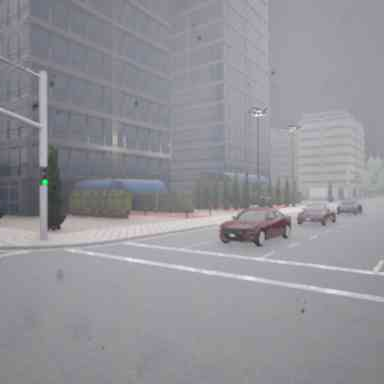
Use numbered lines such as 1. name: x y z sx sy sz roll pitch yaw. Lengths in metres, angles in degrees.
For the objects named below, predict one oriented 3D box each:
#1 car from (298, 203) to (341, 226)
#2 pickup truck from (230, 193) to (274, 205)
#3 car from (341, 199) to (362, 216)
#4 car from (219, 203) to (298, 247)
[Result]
1. car: 9.113 1.563 24.109 1.812 1.442 4.674 -1 0 36
2. pickup truck: 8.089 1.190 45.099 6.274 2.098 2.390 0 0 -24
3. car: 15.971 1.536 33.714 1.837 1.490 4.892 -1 0 36
4. car: 3.109 1.521 15.734 1.882 1.535 5.008 -1 0 36
